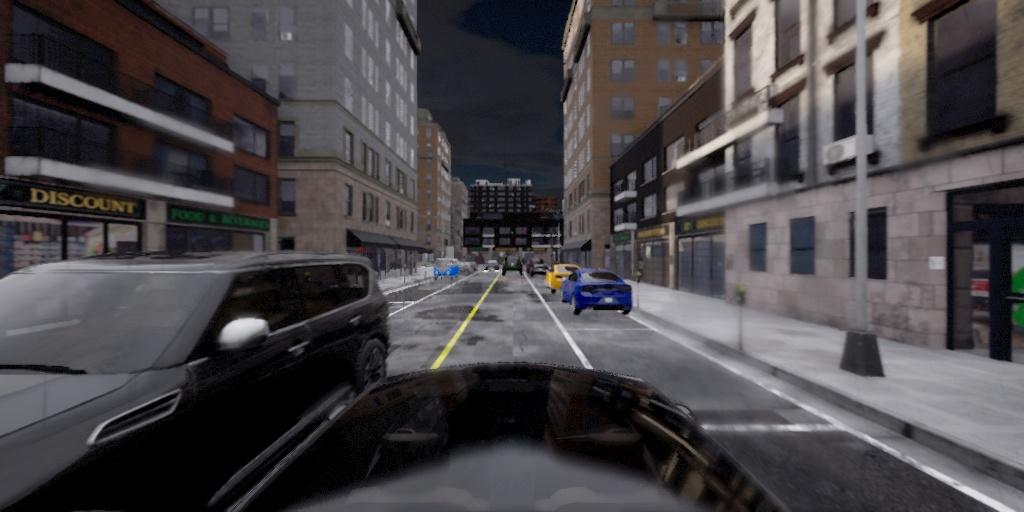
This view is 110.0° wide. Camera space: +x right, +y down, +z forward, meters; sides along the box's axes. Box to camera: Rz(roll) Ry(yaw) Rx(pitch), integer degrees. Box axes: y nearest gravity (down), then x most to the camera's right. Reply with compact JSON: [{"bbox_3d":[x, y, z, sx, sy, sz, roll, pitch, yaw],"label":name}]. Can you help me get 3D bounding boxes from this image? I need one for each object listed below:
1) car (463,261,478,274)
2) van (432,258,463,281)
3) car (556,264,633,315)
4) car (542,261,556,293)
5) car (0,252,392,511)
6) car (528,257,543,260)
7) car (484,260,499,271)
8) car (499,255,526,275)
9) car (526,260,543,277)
[{"bbox_3d":[-5.377,1.281,40.942,2.007,1.370,4.403,0,0,0],"label":"car"},{"bbox_3d":[-5.380,1.076,29.618,1.690,1.789,3.998,0,0,0],"label":"van"},{"bbox_3d":[3.018,1.221,13.665,1.882,1.535,5.008,0,0,0],"label":"car"},{"bbox_3d":[3.020,1.217,20.665,1.882,1.535,5.008,0,0,0],"label":"car"},{"bbox_3d":[-2.849,0.971,3.156,2.150,2.045,5.566,0,0,0],"label":"car"},{"bbox_3d":[2.648,1.045,40.939,2.192,1.841,5.009,0,0,0],"label":"car"},{"bbox_3d":[-2.738,1.255,50.159,1.812,1.442,4.674,0,0,0],"label":"car"},{"bbox_3d":[0.074,0.951,38.027,2.150,2.045,5.566,0,0,0],"label":"car"},{"bbox_3d":[2.647,1.299,35.277,1.948,1.339,4.313,0,0,0],"label":"car"}]
